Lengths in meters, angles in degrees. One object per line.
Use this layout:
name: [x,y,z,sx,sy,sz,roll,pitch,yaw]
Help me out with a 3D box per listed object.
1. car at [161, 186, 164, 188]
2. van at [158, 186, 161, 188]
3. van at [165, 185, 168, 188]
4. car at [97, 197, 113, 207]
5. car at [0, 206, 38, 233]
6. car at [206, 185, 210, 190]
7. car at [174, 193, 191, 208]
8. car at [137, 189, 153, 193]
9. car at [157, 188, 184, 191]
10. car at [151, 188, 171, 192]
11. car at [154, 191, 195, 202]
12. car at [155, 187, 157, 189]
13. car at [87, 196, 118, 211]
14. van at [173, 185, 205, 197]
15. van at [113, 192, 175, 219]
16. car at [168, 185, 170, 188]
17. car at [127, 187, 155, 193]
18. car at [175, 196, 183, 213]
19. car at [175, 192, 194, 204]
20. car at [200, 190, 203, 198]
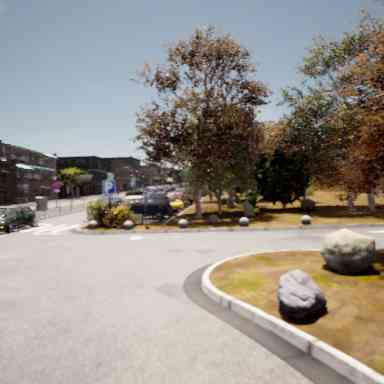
car: [-10.432,-0.033,84.794,5.008,1.535,2.097,-2,2,7]
van: [-10.654,-0.163,81.990,4.442,1.987,1.878,-2,2,7]
van: [-9.647,-0.466,90.336,4.442,1.987,1.878,-2,2,7]
car: [-8.195,1.484,35.835,1.837,1.490,4.892,-2,2,7]
car: [-12.865,1.817,23.364,2.097,1.767,4.553,-2,1,2]
car: [1.320,-0.034,72.950,4.892,1.521,2.231,-2,2,7]
car: [-2.977,1.277,37.150,4.792,1.488,2.163,-2,2,7]
car: [-8.247,0.650,63.252,2.033,1.411,5.357,-2,2,7]
car: [-1.982,0.823,45.405,4.553,1.767,2.185,-2,2,7]
car: [-5.348,0.624,59.345,2.128,1.511,4.902,-2,2,7]
car: [-2.336,1.049,42.658,5.008,1.535,2.097,-2,2,7]
car: [-11.617,0.267,76.471,5.366,1.575,1.946,-2,2,7]
car: [-10.985,1.367,41.357,1.882,1.535,5.008,-2,2,7]
van: [-0.572,0.326,56.407,4.442,1.987,1.878,-2,2,7]
van: [-4.127,1.327,28.899,4.442,1.987,1.878,-2,2,7]
car: [-9.390,-0.313,93.136,4.792,1.488,2.163,-2,2,7]
car: [-11.805,0.113,73.663,5.566,2.045,2.435,-2,2,7]
car: [-3.641,1.478,31.642,4.792,1.488,2.163,-2,2,7]
car: [-2.680,1.150,39.906,4.892,1.521,2.231,-2,2,7]
car: [-1.350,0.751,50.921,5.008,1.535,2.097,-2,2,7]
